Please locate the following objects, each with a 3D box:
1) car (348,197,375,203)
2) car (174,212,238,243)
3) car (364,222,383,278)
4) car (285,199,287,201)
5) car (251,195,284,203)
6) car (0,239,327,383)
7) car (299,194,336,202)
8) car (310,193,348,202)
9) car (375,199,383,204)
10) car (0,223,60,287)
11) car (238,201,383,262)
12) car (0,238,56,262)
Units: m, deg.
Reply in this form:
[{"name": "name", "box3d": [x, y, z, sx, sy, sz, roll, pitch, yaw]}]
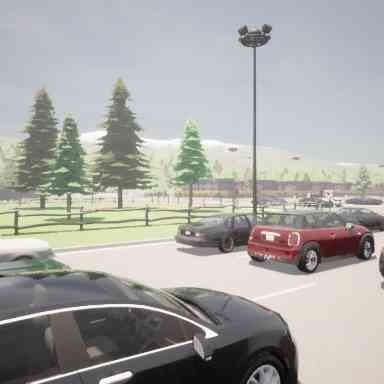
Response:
[{"name": "car", "box3d": [27.157, 1.564, 54.866, 1.994, 1.385, 4.181, 0, 0, -35]}, {"name": "car", "box3d": [1.890, 1.547, 13.678, 5.357, 1.411, 2.033, 0, 0, -35]}, {"name": "car", "box3d": [6.482, 1.526, 8.356, 4.674, 1.442, 1.812, 0, 0, -35]}, {"name": "car", "box3d": [14.580, 1.352, 58.561, 2.097, 1.767, 4.553, 0, 0, -35]}, {"name": "car", "box3d": [12.287, 1.547, 55.723, 2.033, 1.411, 5.357, 0, 0, -35]}, {"name": "car", "box3d": [-1.066, 1.505, 2.985, 4.892, 1.490, 1.837, 0, 0, -35]}, {"name": "car", "box3d": [17.687, 1.505, 48.011, 1.837, 1.490, 4.892, 0, 0, -35]}, {"name": "car", "box3d": [20.086, 1.221, 50.693, 2.150, 2.045, 5.566, 0, 0, -35]}, {"name": "car", "box3d": [29.799, 1.547, 57.195, 2.033, 1.411, 5.357, 0, 0, -35]}, {"name": "car", "box3d": [-5.928, 1.601, 8.117, 4.718, 1.301, 1.895, 0, 0, -36]}, {"name": "car", "box3d": [3.996, 1.352, 10.882, 4.553, 1.767, 2.097, 0, 0, -35]}, {"name": "car", "box3d": [-4.169, 1.601, 5.072, 4.718, 1.301, 1.895, 0, 0, -35]}]
